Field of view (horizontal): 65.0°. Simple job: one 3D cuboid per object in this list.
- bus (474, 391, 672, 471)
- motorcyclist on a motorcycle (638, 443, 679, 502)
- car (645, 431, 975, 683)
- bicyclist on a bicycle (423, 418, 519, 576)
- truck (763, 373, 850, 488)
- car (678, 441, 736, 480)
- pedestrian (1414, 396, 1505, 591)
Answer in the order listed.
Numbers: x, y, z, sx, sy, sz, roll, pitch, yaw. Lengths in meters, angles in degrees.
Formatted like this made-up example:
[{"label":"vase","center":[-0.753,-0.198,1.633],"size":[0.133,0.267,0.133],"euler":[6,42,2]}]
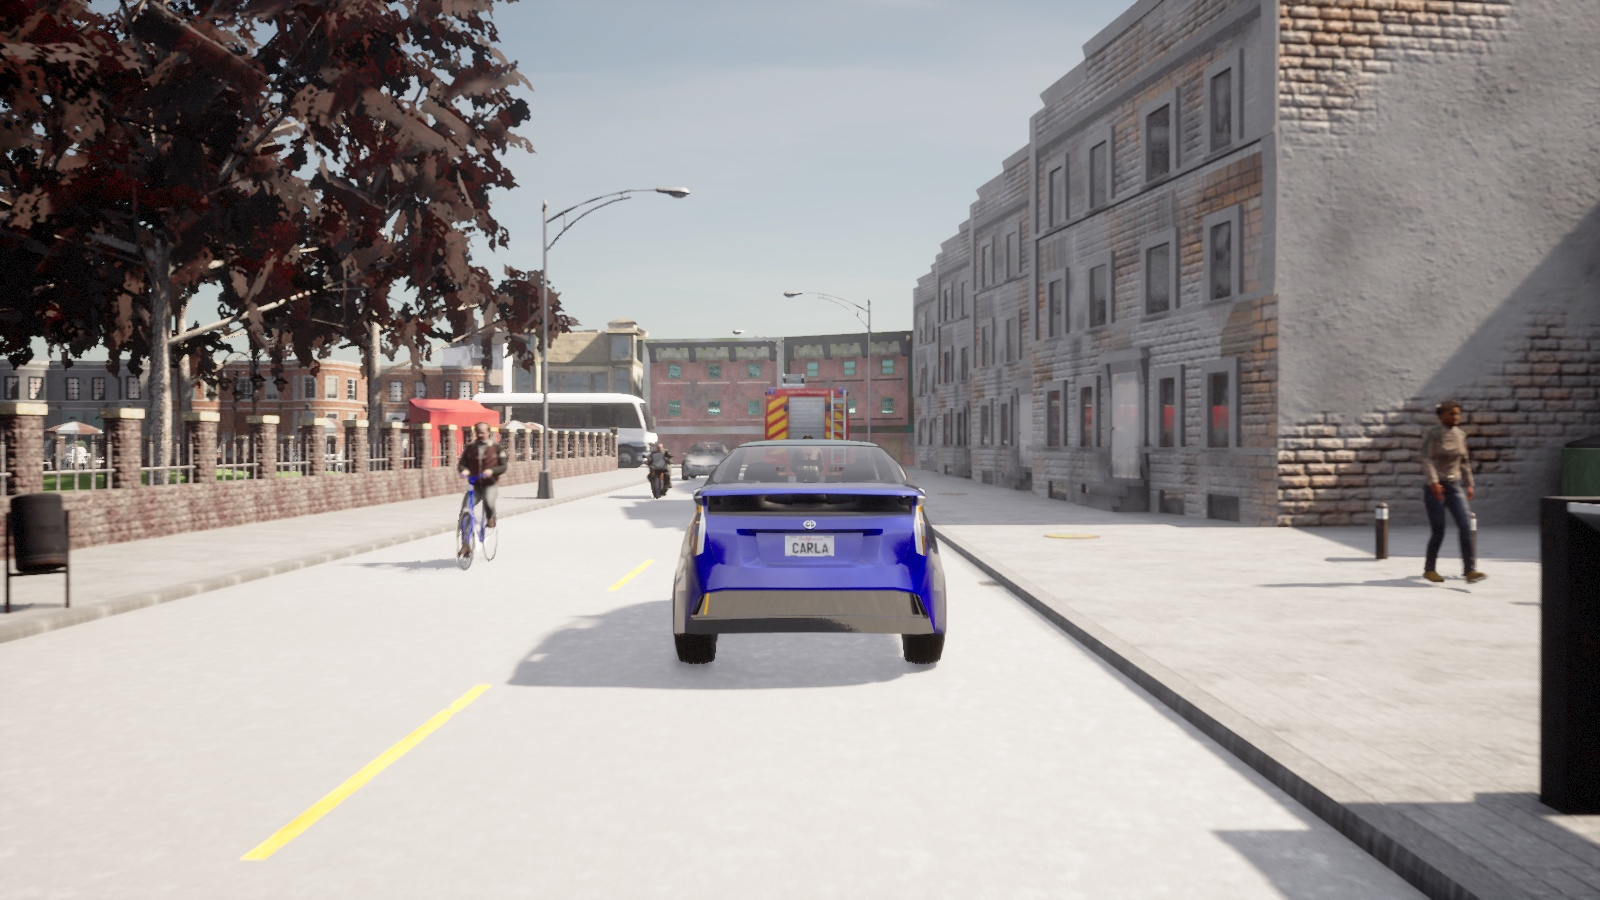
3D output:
[{"label":"bus","center":[-12.430,-1.032,69.654],"size":[10.273,4.253,3.944],"euler":[0,0,0]},{"label":"motorcyclist on a motorcycle","center":[-3.813,0.586,34.068],"size":[0.866,1.530,2.191],"euler":[0,0,0]},{"label":"car","center":[0.072,0.638,9.882],"size":[2.007,1.525,4.514],"euler":[0,0,0]},{"label":"bicyclist on a bicycle","center":[-3.900,0.529,15.037],"size":[0.659,1.776,1.843],"euler":[0,0,0]},{"label":"truck","center":[0.241,-0.679,46.298],"size":[2.891,3.827,8.468],"euler":[0,0,0]},{"label":"car","center":[-3.735,0.403,51.082],"size":[2.007,1.525,4.514],"euler":[0,0,0]},{"label":"pedestrian","center":[6.323,0.397,12.067],"size":[0.328,1.805,0.869],"euler":[0,0,-7]}]
